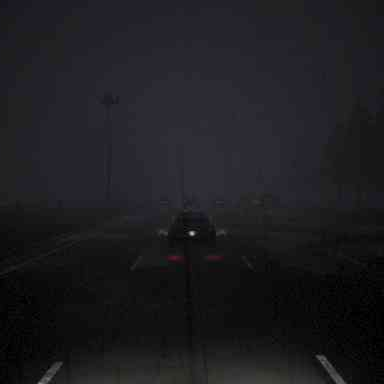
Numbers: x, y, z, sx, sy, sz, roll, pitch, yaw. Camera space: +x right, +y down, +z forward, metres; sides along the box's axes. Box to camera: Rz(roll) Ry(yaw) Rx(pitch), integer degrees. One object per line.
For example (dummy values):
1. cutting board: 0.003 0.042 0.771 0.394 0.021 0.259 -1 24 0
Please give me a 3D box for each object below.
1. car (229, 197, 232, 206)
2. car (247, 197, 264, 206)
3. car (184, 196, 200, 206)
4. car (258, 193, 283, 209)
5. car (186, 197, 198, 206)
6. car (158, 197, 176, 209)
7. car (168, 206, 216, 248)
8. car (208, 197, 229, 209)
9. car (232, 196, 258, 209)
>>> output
1. car: 7.014 1.522 55.036 2.033 1.411 5.357 0 0 0
2. car: 10.514 1.576 55.065 1.895 1.301 4.718 0 0 0
3. car: 0.011 1.332 44.895 2.097 1.767 4.553 0 0 0
4. car: 10.511 1.201 44.525 2.150 2.045 5.566 0 0 0
5. car: 0.014 1.576 55.069 1.895 1.301 4.718 0 0 0
6. car: -3.489 1.485 44.916 1.837 1.490 4.892 0 0 0
7. car: 0.004 1.557 14.807 1.994 1.385 4.181 0 0 0
8. car: 3.511 1.485 44.847 1.837 1.490 4.892 0 0 0
9. car: 7.011 1.332 44.818 2.097 1.767 4.553 0 0 0
